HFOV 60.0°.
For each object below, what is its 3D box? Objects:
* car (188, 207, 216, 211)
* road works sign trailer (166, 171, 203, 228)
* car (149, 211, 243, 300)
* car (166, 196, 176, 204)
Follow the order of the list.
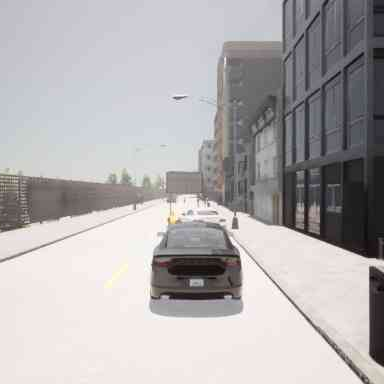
[{"bbox_3d":[0.516,1.539,17.795,1.812,1.442,4.674,0,-1,-10],"label":"car"},{"bbox_3d":[-0.516,0.464,21.273,2.380,3.560,2.880,0,0,-16],"label":"road works sign trailer"},{"bbox_3d":[0.086,1.478,8.448,1.882,1.535,5.008,0,0,0],"label":"car"},{"bbox_3d":[-4.102,1.504,66.192,1.837,1.490,4.892,0,0,0],"label":"car"}]
